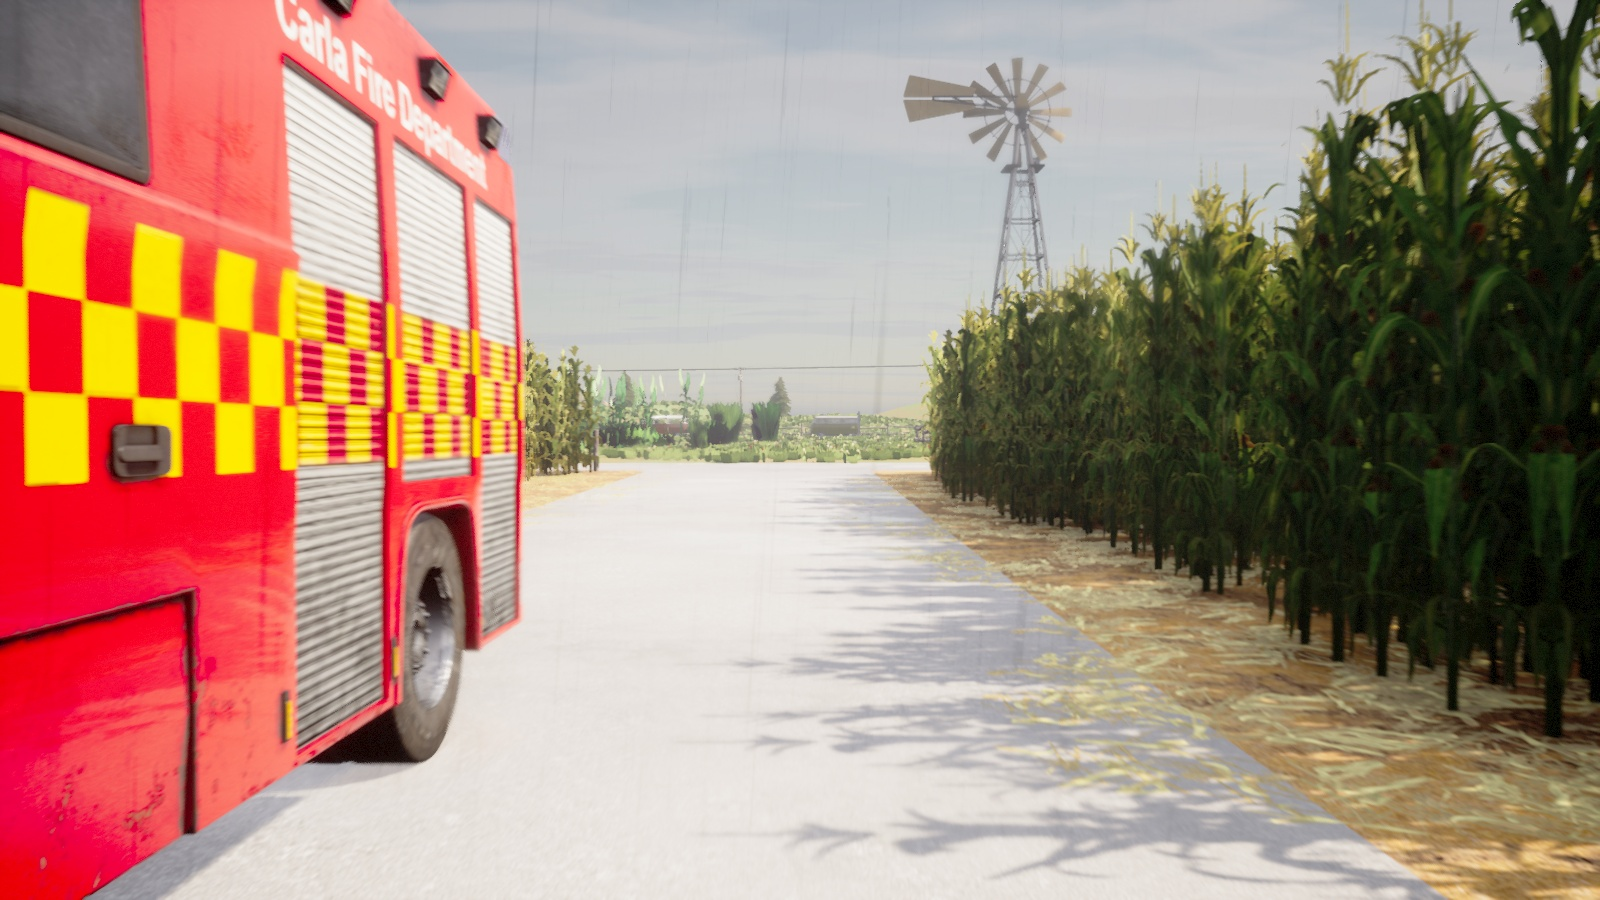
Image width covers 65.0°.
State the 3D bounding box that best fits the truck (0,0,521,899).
[{"bbox_3d":[-3.067,-0.449,2.953,2.891,3.827,8.468,0,1,0],"label":"truck"}]
